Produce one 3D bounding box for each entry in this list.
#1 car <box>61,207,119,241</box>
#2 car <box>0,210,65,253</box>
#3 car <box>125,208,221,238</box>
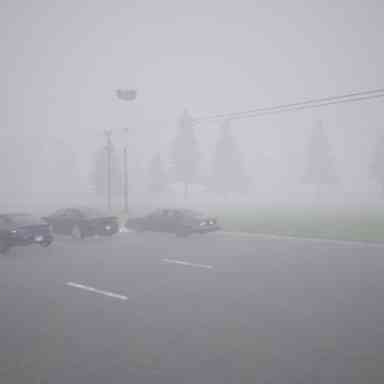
[{"bbox_3d":[-5.849,1.473,16.710,5.008,1.535,1.882,0,0,36],"label":"car"},{"bbox_3d":[-7.474,1.520,13.566,4.674,1.442,1.812,0,0,36],"label":"car"},{"bbox_3d":[-1.098,1.544,17.584,5.357,1.411,2.033,0,0,36],"label":"car"}]
